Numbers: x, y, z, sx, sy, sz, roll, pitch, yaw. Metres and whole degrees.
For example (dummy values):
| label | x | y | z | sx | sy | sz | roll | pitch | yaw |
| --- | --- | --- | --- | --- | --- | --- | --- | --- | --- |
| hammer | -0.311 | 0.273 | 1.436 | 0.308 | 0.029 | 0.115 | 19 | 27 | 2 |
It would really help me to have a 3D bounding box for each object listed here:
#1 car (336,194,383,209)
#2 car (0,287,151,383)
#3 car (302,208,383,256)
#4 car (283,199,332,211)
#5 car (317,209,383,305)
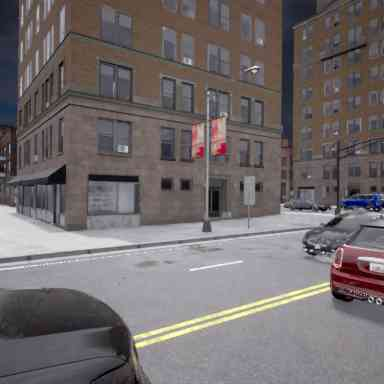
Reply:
| label | x | y | z | sx | sy | sz | roll | pitch | yaw |
| --- | --- | --- | --- | --- | --- | --- | --- | --- | --- |
| car | 19.908 | 1.243 | 39.168 | 2.150 | 2.045 | 5.566 | 1 | 0 | -36 |
| car | -2.828 | 1.221 | 1.419 | 5.566 | 2.045 | 2.150 | 0 | 0 | -36 |
| car | 5.985 | 1.511 | 11.937 | 4.892 | 1.490 | 1.837 | 1 | -1 | -35 |
| car | 12.877 | 1.469 | 37.443 | 2.033 | 1.411 | 5.357 | 1 | 0 | -36 |
| car | 4.991 | 1.355 | 7.085 | 4.553 | 1.767 | 2.097 | 0 | 0 | -36 |
